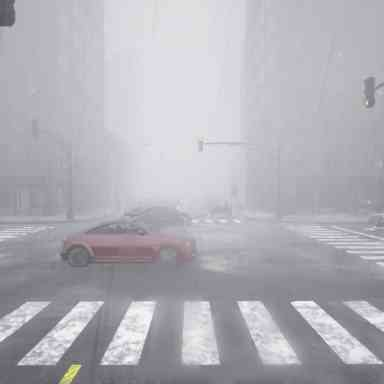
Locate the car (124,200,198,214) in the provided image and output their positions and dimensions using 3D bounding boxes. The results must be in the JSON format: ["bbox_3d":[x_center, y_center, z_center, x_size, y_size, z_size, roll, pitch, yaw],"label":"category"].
[{"bbox_3d":[-2.007,1.507,19.841,1.837,1.490,4.892,2,2,36],"label":"car"}]

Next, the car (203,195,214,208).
[{"bbox_3d":[2.899,1.443,44.686,1.967,1.590,4.097,0,0,0],"label":"car"}]

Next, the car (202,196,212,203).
[{"bbox_3d":[3.019,1.551,67.363,2.008,1.369,4.403,0,0,0],"label":"car"}]

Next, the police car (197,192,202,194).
[{"bbox_3d":[2.781,1.420,79.454,1.930,1.638,5.238,0,0,0],"label":"police car"}]

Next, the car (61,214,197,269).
[{"bbox_3d":[-1.926,1.565,10.649,4.181,1.385,1.994,0,0,0],"label":"car"}]

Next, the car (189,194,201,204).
[{"bbox_3d":[0.439,1.548,63.294,2.033,1.411,5.357,0,0,0],"label":"car"}]

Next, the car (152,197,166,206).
[{"bbox_3d":[-5.567,1.568,56.063,1.947,1.339,4.313,0,0,0],"label":"car"}]

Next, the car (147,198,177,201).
[{"bbox_3d":[-2.929,1.602,33.164,1.895,1.301,4.718,0,0,3],"label":"car"}]

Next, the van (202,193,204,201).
[{"bbox_3d":[2.958,1.343,56.024,1.690,1.788,3.998,0,0,0],"label":"van"}]

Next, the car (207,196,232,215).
[{"bbox_3d":[2.839,1.442,33.348,1.967,1.590,4.097,0,0,0],"label":"car"}]

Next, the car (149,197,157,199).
[{"bbox_3d":[-5.657,1.442,39.059,1.967,1.590,4.097,0,0,0],"label":"car"}]

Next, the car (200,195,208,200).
[{"bbox_3d":[3.138,1.557,90.040,1.947,1.339,4.313,0,0,0],"label":"car"}]

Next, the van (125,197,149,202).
[{"bbox_3d":[-5.687,1.343,33.390,1.690,1.788,3.998,0,0,0],"label":"van"}]

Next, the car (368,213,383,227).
[{"bbox_3d":[13.642,1.615,20.676,4.718,1.301,1.895,0,0,0],"label":"car"}]

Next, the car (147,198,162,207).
[{"bbox_3d":[-5.597,1.585,50.395,1.802,1.307,4.206,0,0,0],"label":"car"}]

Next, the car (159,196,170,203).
[{"bbox_3d":[-5.507,1.566,67.400,1.947,1.339,4.313,0,0,0],"label":"car"}]

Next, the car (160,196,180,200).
[{"bbox_3d":[-2.875,1.603,43.147,1.895,1.301,4.718,0,0,1],"label":"car"}]

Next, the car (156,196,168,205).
[{"bbox_3d":[-5.538,1.527,61.561,1.752,1.417,4.829,0,0,0],"label":"car"}]

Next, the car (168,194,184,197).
[{"bbox_3d":[-2.811,1.550,53.837,2.033,1.411,5.357,0,0,1],"label":"car"}]

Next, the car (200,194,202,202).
[{"bbox_3d":[2.989,1.527,61.863,1.752,1.417,4.829,0,0,0],"label":"car"}]
